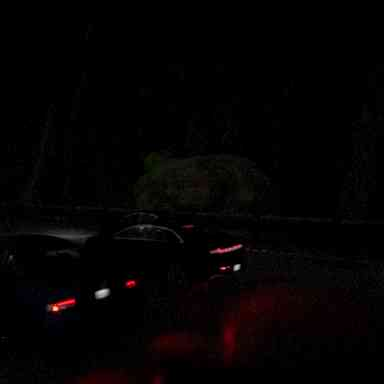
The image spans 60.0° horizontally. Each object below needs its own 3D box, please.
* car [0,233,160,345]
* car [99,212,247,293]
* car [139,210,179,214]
[{"bbox_3d":[-3.368,1.562,6.399,5.357,1.411,2.033,0,0,36],"label":"car"},{"bbox_3d":[-0.940,1.505,8.967,4.902,1.511,2.128,0,0,36],"label":"car"},{"bbox_3d":[-1.848,1.510,13.916,4.902,1.511,2.128,0,0,36],"label":"car"}]
